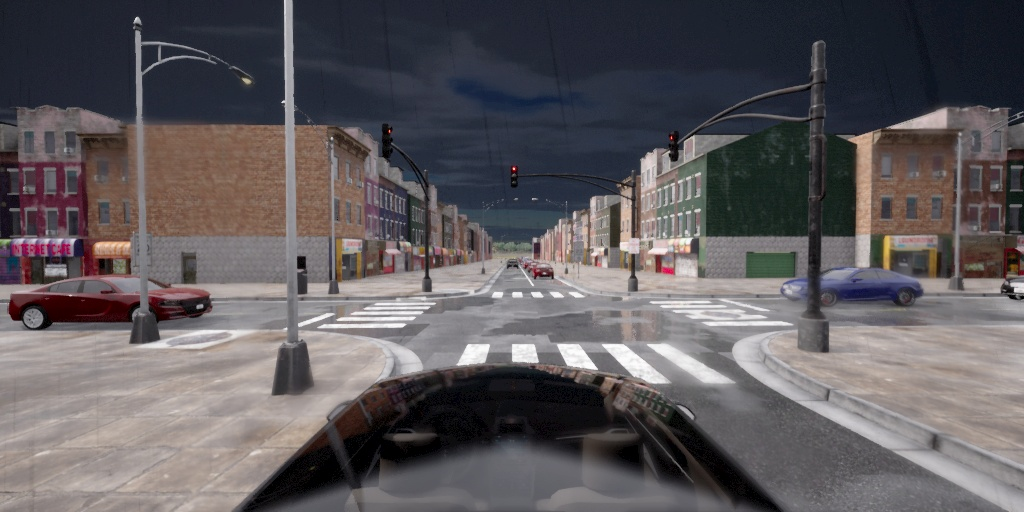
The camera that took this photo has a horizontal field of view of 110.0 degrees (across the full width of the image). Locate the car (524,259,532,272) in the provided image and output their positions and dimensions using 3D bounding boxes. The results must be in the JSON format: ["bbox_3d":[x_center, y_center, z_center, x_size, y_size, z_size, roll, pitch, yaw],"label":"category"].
[{"bbox_3d":[2.716,1.327,42.746,1.802,1.307,4.207,0,0,0],"label":"car"}]

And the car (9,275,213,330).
[{"bbox_3d":[-12.310,1.337,11.226,5.008,1.535,1.882,0,1,-1],"label":"car"}]

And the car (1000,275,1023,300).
[{"bbox_3d":[22.459,1.087,14.088,4.902,1.511,2.128,0,1,0],"label":"car"}]

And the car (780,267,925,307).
[{"bbox_3d":[13.298,1.160,14.130,4.674,1.442,1.812,0,1,1],"label":"car"}]

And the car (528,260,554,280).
[{"bbox_3d":[2.694,1.290,31.681,1.888,1.381,4.507,0,0,0],"label":"car"}]

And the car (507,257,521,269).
[{"bbox_3d":[0.106,1.250,56.427,1.837,1.490,4.892,0,0,0],"label":"car"}]

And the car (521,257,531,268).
[{"bbox_3d":[2.737,1.290,53.811,1.888,1.381,4.507,0,0,0],"label":"car"}]

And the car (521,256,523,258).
[{"bbox_3d":[2.748,1.185,59.343,1.967,1.591,4.097,0,0,0],"label":"car"}]
